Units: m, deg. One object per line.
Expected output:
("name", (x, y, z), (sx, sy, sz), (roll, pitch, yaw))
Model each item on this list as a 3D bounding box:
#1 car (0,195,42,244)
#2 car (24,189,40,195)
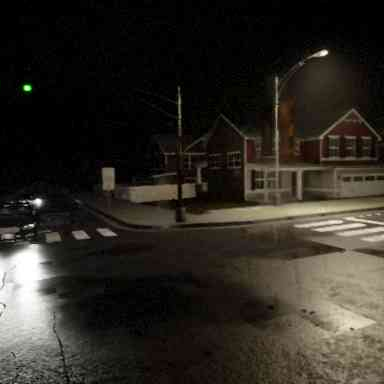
("car", (-7.241, 1.153, 13.520), (2.128, 1.511, 4.902), (-3, 3, -24))
("car", (-21.784, 0.281, 45.278), (1.895, 1.301, 4.718), (-3, 3, -25))
